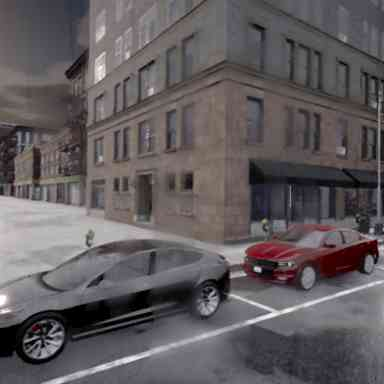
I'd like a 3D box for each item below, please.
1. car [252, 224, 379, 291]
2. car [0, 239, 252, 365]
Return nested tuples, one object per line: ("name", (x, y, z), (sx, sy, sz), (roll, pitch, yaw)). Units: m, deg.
("car", (3.389, 1.600, 9.172), (4.507, 1.381, 1.887), (0, 0, -35))
("car", (-1.230, 1.582, 5.879), (4.313, 1.339, 1.947), (0, 0, -35))
